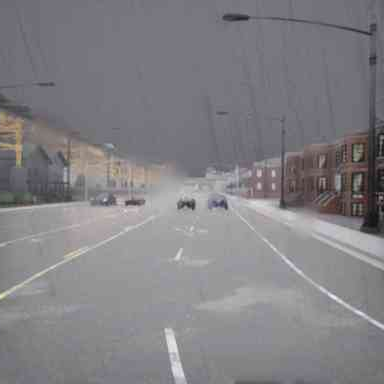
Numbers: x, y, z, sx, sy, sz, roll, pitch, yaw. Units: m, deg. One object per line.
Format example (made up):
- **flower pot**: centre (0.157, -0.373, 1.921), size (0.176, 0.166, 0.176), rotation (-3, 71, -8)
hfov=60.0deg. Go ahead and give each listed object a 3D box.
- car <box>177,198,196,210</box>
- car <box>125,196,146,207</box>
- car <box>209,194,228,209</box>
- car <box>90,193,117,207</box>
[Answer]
- **car**: centre (-0.542, 1.281, 37.948), size (1.895, 1.301, 4.718), rotation (1, 0, 3)
- **car**: centre (-7.339, 1.237, 43.346), size (1.895, 1.301, 4.718), rotation (1, 0, 3)
- **car**: centre (3.024, 1.063, 38.856), size (2.097, 1.767, 4.553), rotation (1, 1, 2)
- **car**: centre (-10.972, 0.900, 41.455), size (2.097, 1.767, 4.553), rotation (1, 1, 4)
